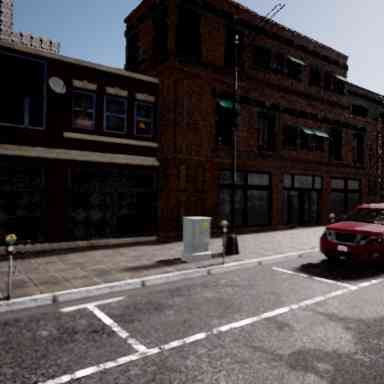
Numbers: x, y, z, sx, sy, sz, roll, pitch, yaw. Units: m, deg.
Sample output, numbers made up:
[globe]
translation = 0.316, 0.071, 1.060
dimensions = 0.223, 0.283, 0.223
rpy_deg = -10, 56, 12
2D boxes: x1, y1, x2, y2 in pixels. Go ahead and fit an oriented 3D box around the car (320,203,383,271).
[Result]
[car]
translation = 6.429, 1.323, 11.120
dimensions = 5.009, 1.841, 2.192
rpy_deg = 0, 1, -35
